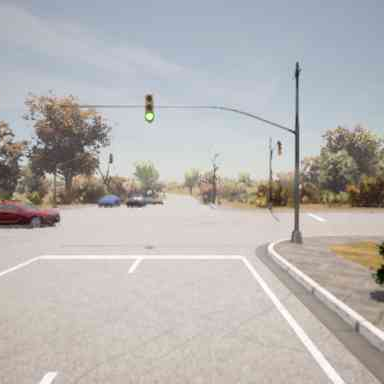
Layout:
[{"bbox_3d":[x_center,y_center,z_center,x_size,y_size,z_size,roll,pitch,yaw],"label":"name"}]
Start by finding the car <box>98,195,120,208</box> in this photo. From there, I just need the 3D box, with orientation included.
[{"bbox_3d":[-10.621,1.196,42.989,1.882,1.535,5.008,0,0,0],"label":"car"}]

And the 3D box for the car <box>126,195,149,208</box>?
[{"bbox_3d":[-7.112,1.315,42.629,1.895,1.301,4.718,0,-1,0],"label":"car"}]

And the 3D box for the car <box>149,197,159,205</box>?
[{"bbox_3d":[-7.104,1.540,54.824,1.994,1.385,4.181,0,-2,0],"label":"car"}]

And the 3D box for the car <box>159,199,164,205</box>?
[{"bbox_3d":[-7.023,2.125,69.452,1.895,1.301,4.718,0,-2,0],"label":"car"}]

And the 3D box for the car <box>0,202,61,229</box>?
[{"bbox_3d":[-10.645,1.368,20.307,5.008,1.535,1.882,0,1,1],"label":"car"}]

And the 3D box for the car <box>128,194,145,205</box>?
[{"bbox_3d":[-10.555,1.535,63.735,2.150,2.045,5.566,0,-2,1],"label":"car"}]
